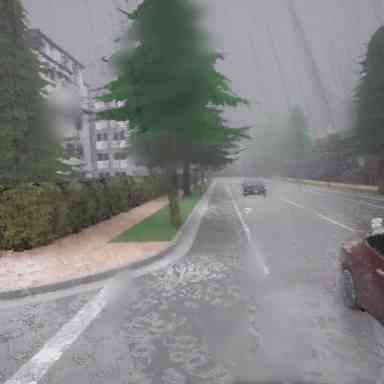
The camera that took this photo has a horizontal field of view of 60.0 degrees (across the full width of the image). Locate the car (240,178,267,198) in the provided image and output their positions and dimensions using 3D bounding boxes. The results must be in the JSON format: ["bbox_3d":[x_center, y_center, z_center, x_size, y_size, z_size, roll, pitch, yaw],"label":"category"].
[{"bbox_3d":[5.203,-0.403,28.384,1.837,1.490,4.892,-2,3,5],"label":"car"}]

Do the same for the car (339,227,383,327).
[{"bbox_3d":[3.186,1.151,3.766,1.812,1.442,4.674,-2,3,5],"label":"car"}]
